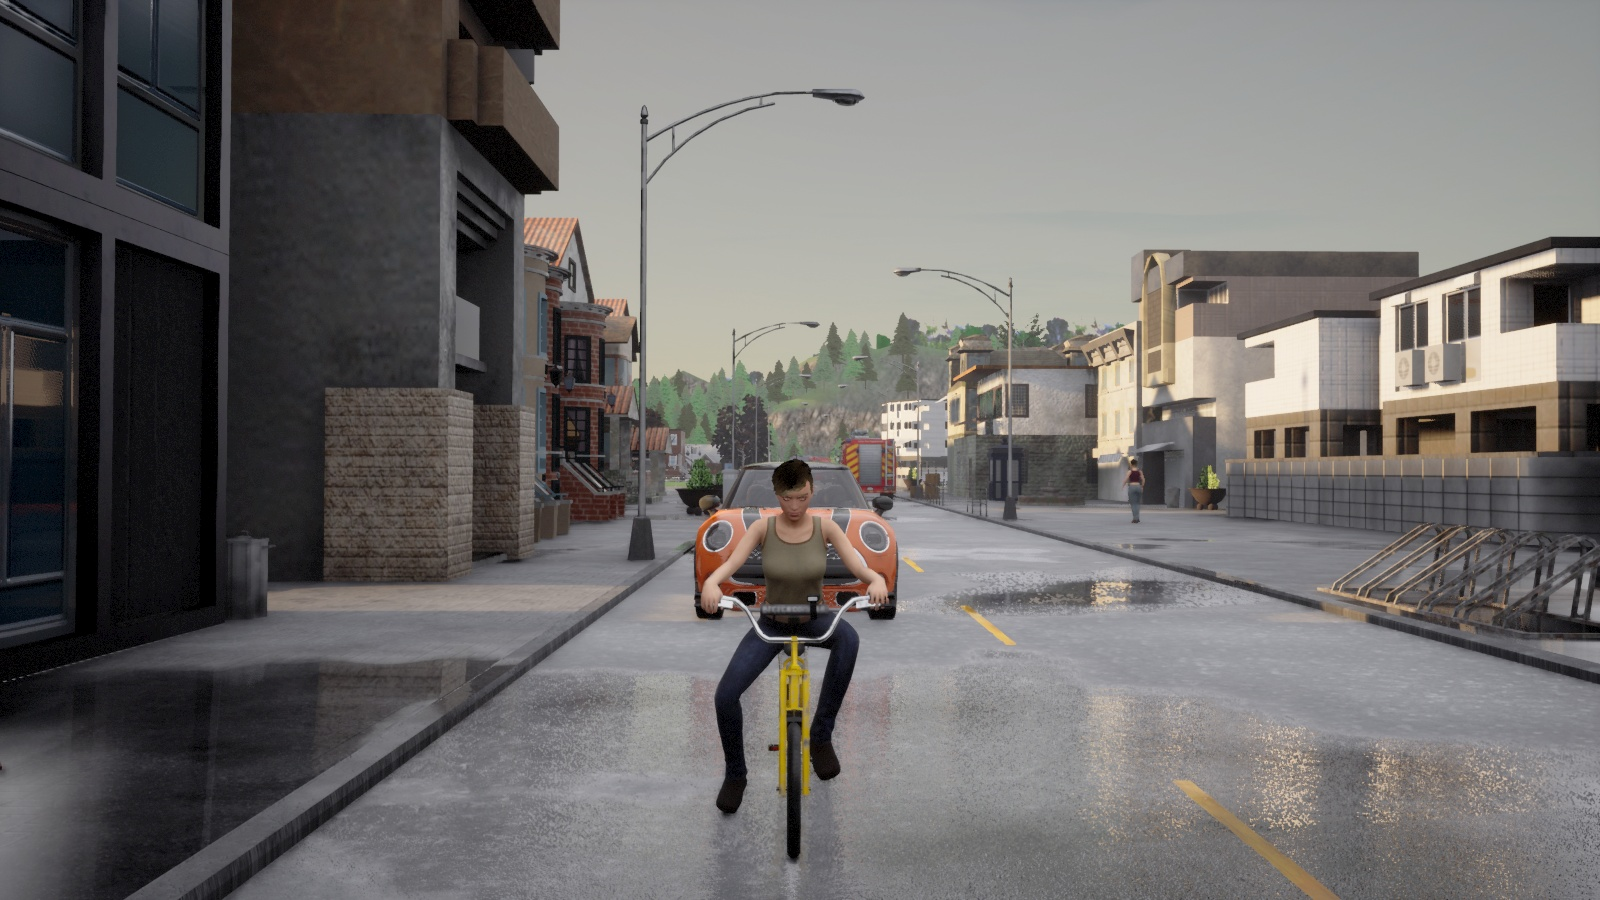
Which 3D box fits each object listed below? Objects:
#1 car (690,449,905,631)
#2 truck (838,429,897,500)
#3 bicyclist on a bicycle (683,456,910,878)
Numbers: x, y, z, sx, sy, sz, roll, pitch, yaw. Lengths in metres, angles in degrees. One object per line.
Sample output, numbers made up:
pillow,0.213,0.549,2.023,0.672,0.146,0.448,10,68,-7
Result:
car,-0.038,0.917,14.551,2.097,1.767,4.553,0,-1,0
truck,3.813,0.850,72.557,2.891,3.827,8.468,0,-1,0
bicyclist on a bicycle,-0.019,0.845,5.583,0.866,1.612,1.509,0,-1,0
